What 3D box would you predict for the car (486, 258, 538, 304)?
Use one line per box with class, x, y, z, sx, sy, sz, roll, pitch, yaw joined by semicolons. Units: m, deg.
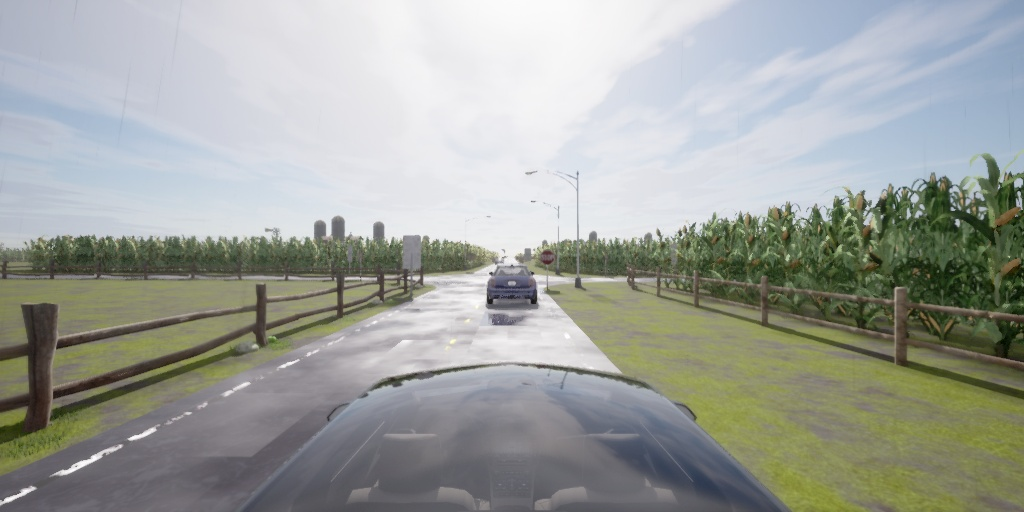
car;0.000;1.116;16.470;2.097;1.767;4.553;0;0;0
